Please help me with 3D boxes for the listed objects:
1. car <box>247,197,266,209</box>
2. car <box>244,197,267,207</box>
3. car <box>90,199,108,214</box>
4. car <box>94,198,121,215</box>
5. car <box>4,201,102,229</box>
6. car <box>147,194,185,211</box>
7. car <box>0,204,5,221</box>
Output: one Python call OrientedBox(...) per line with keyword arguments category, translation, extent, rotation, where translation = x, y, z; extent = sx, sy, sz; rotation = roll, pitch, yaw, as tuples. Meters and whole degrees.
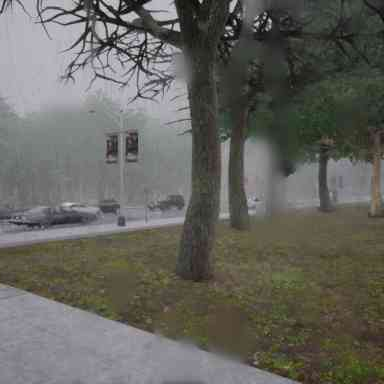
OrientedBox(category="car", translation=(8.423, 1.601, 45.996), extent=(1.812, 1.442, 4.674), rotation=(0, 0, 36))
OrientedBox(category="car", translation=(10.366, 1.593, 54.312), extent=(1.837, 1.490, 4.892), rotation=(0, 0, 36))
OrientedBox(category="car", translation=(-9.379, 1.553, 26.645), extent=(1.812, 1.442, 4.674), rotation=(0, 0, 36))
OrientedBox(category="car", translation=(-9.222, 1.383, 32.800), extent=(2.097, 1.767, 4.553), rotation=(0, 0, 35))
OrientedBox(category="car", translation=(-8.863, 1.573, 21.772), extent=(2.033, 1.411, 5.357), rotation=(0, 0, 36))
OrientedBox(category="car", translation=(-3.110, 1.270, 41.363), extent=(2.150, 2.045, 5.566), rotation=(0, 0, 35))
OrientedBox(category="car", translation=(-14.963, 1.563, 24.763), extent=(2.033, 1.411, 5.357), rotation=(0, 0, 35))
